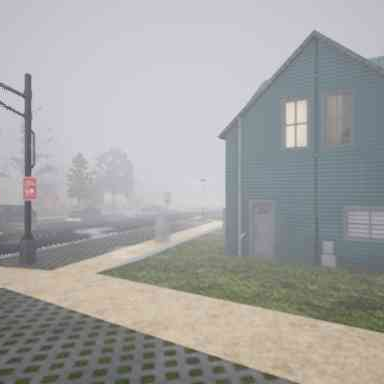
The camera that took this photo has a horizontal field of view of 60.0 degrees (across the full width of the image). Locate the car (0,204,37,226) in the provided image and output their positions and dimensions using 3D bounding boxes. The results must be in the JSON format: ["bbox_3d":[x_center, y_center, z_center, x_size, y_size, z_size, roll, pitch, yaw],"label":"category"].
[{"bbox_3d":[-15.114,1.817,27.529,2.097,1.767,4.553,0,-1,18],"label":"car"}]

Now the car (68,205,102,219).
[{"bbox_3d":[-11.899,2.207,37.359,1.994,1.385,4.181,0,-1,18],"label":"car"}]

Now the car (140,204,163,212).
[{"bbox_3d":[-6.390,2.531,52.608,1.895,1.301,4.718,0,-1,21],"label":"car"}]
